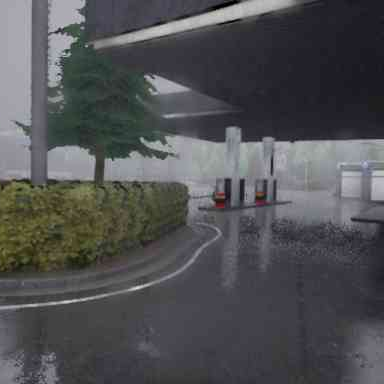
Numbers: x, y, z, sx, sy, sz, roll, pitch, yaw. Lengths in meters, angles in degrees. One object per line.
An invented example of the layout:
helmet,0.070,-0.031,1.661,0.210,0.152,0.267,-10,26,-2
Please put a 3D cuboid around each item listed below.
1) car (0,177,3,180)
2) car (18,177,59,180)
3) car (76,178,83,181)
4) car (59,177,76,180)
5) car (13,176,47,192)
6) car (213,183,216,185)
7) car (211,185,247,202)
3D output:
car,-32.930,-1.754,55.259,5.027,1.636,2.152,3,3,36
car,-16.327,-0.618,35.209,3.866,1.878,1.905,3,3,36
car,-24.006,-2.119,68.178,4.605,1.855,1.932,3,3,36
car,-25.385,-2.068,65.588,3.866,1.878,1.905,3,3,36
car,-20.743,-1.000,42.493,4.605,1.855,1.932,3,3,36
car,6.273,-1.037,65.239,5.027,1.636,2.152,3,3,36
car,3.907,0.323,34.247,2.128,1.511,4.902,3,3,36
